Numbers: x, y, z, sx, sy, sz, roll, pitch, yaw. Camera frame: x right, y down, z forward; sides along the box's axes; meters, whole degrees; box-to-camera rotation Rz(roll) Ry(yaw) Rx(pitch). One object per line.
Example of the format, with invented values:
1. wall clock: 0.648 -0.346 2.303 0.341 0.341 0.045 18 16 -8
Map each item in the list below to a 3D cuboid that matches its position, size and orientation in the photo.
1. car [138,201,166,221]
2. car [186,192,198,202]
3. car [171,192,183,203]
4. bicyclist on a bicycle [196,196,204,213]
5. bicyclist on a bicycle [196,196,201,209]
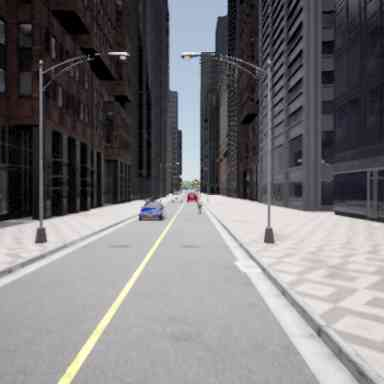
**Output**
1. car: -3.098 1.465 26.720 1.812 1.442 4.674 0 0 0
2. car: 0.008 1.062 69.348 2.150 2.045 5.566 0 0 0
3. car: -3.003 1.056 67.312 2.150 2.045 5.566 0 0 0
4. bicyclist on a bicycle: 0.817 1.361 33.609 0.866 1.612 1.509 0 0 0
5. bicyclist on a bicycle: 0.826 1.358 42.027 0.582 1.620 1.656 0 0 0
